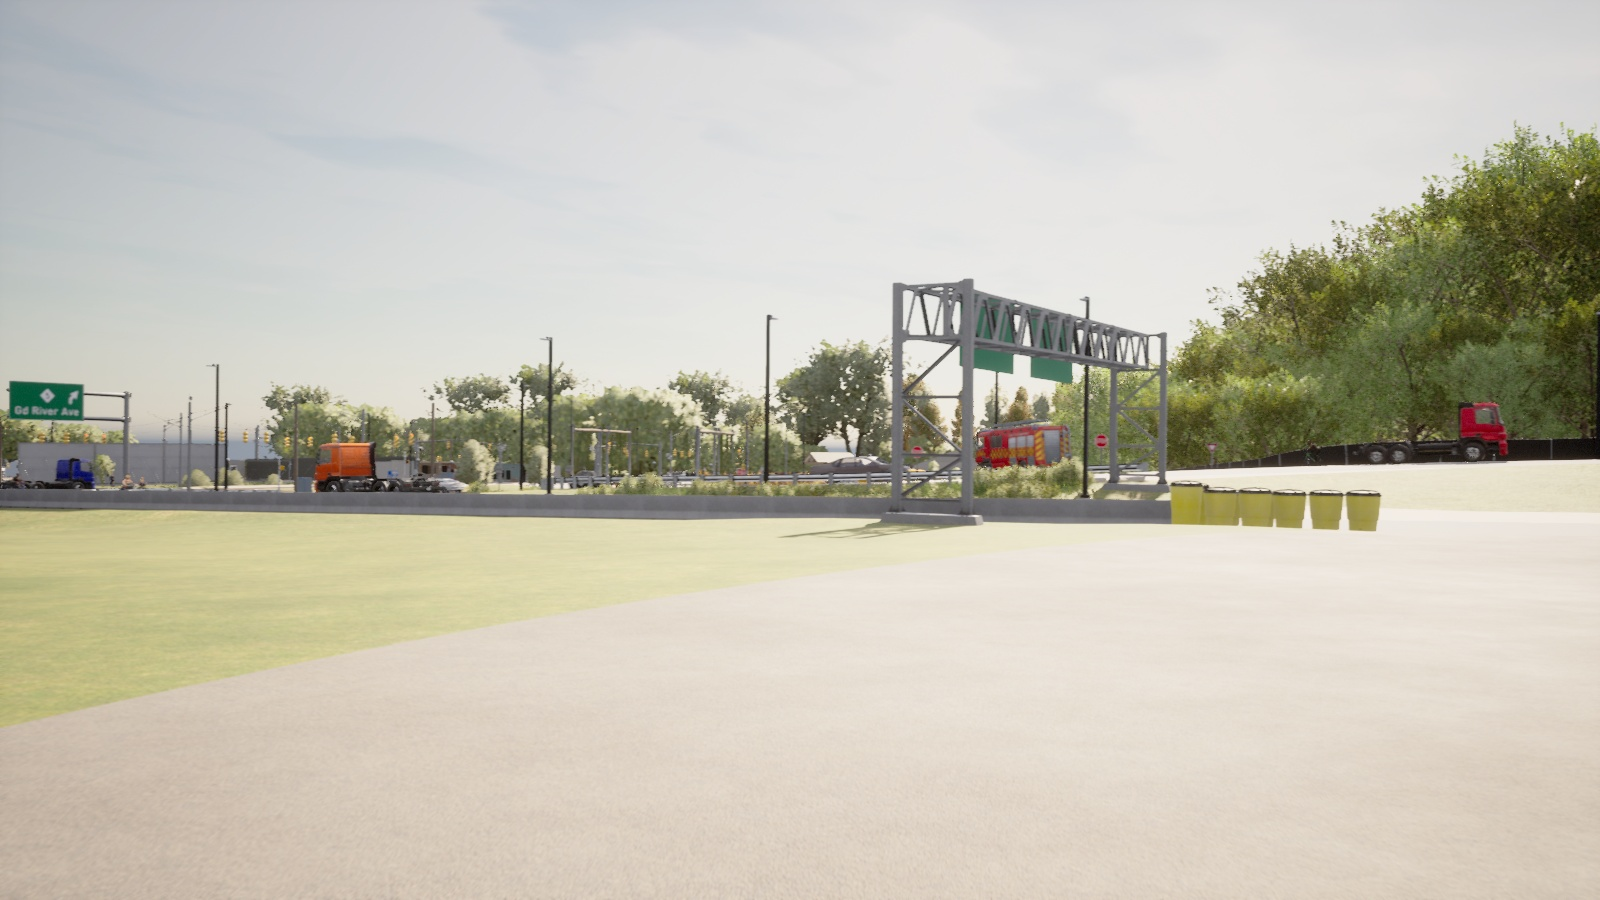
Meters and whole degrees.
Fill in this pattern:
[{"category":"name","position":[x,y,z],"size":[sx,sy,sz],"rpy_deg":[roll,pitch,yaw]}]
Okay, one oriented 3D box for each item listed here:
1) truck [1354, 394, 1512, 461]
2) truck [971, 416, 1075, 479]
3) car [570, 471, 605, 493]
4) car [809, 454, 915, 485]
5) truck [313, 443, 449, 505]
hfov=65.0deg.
[{"category":"truck","position":[36.763,-1.232,73.037],"size":[7.936,3.462,2.891],"rpy_deg":[-3,-1,29]},{"category":"truck","position":[15.308,-0.101,87.094],"size":[2.891,3.827,8.468],"rpy_deg":[-2,-2,-21]},{"category":"car","position":[-15.078,2.322,89.127],"size":[1.816,1.474,4.193],"rpy_deg":[0,-3,0]},{"category":"car","position":[3.282,1.017,65.844],"size":[5.357,1.411,2.033],"rpy_deg":[-2,-1,6]},{"category":"truck","position":[-24.388,1.415,72.972],"size":[7.936,3.462,2.891],"rpy_deg":[-1,0,29]}]
